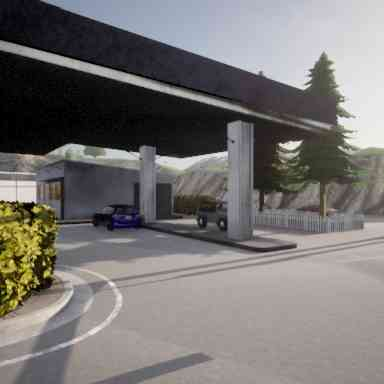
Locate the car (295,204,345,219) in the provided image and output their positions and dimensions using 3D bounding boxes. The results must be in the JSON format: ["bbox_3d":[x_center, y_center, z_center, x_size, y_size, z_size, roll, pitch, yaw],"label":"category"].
[{"bbox_3d":[10.910,1.751,28.494,1.994,1.385,4.181,0,0,-33],"label":"car"}]

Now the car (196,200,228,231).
[{"bbox_3d":[1.918,1.502,22.275,1.905,1.878,3.866,0,0,-34],"label":"car"}]

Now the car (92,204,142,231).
[{"bbox_3d":[-5.197,1.670,22.767,2.242,1.667,4.611,0,0,-34],"label":"car"}]
